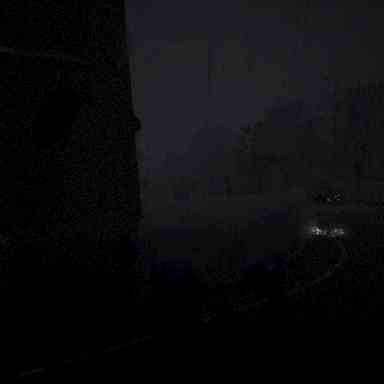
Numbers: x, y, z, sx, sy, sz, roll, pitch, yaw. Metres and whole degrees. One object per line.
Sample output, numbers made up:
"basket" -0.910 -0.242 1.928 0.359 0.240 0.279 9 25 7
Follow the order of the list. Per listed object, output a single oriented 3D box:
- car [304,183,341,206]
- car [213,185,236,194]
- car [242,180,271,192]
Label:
"car" 9.578 0.114 24.797 1.837 1.490 4.892 -5 3 10
"car" 5.058 -0.324 53.121 1.994 1.385 4.181 -6 0 -32
"car" 9.911 -0.953 51.453 1.837 1.490 4.892 -7 -2 -39
